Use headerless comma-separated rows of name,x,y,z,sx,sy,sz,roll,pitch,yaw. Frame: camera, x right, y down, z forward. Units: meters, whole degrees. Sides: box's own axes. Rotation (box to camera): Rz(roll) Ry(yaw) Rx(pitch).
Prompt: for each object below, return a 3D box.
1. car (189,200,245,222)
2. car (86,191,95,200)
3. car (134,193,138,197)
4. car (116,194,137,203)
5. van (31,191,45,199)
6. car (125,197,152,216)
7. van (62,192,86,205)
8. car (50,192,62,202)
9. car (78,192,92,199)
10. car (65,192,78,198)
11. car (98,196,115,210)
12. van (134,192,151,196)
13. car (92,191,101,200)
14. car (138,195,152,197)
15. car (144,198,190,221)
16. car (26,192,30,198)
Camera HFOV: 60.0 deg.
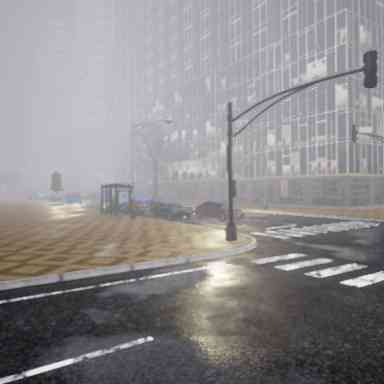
car,2.014,1.389,25.548,1.812,1.442,4.674,-1,1,-34
car,-20.362,0.645,68.581,2.192,1.841,5.009,0,1,-34
car,-9.214,1.230,42.001,2.033,1.411,5.357,-1,1,-34
car,-10.744,1.074,54.505,1.802,1.307,4.206,0,1,-34
van,-33.694,0.689,73.242,1.690,1.788,3.998,0,1,-34
car,-4.934,1.410,30.946,1.802,1.307,4.206,0,1,-34
van,-17.664,0.959,49.777,1.690,1.788,3.998,0,1,-34
car,-24.076,1.061,59.165,2.008,1.369,4.403,0,1,-34
car,-23.568,0.716,73.276,1.967,1.590,4.097,0,1,-34
car,-29.979,0.718,82.663,2.008,1.369,4.403,0,1,-34
car,-8.092,1.341,35.671,1.947,1.339,4.313,0,1,-34
van,-7.539,0.886,49.809,1.690,1.788,3.998,0,1,-34
car,-17.156,0.966,63.892,1.802,1.307,4.206,0,1,-34
car,-3.355,1.341,33.405,1.994,1.385,4.181,-1,1,-35
car,-1.742,1.446,26.241,1.947,1.339,4.313,0,1,-34
car,-36.899,0.734,77.936,1.967,1.590,4.097,0,1,-34
